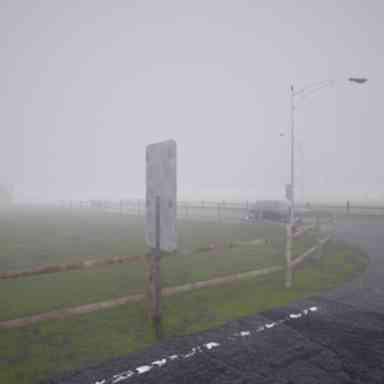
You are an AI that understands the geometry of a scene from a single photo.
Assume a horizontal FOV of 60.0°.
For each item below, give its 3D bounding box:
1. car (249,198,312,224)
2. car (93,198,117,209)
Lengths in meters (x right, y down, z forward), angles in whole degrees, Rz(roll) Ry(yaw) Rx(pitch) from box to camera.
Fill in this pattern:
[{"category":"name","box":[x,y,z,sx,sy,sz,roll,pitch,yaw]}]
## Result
[{"category":"car","box":[6.377,1.350,24.241,2.097,1.767,4.553,0,0,-36]},{"category":"car","box":[-12.515,1.631,47.478,2.128,1.511,4.902,0,0,-39]}]
